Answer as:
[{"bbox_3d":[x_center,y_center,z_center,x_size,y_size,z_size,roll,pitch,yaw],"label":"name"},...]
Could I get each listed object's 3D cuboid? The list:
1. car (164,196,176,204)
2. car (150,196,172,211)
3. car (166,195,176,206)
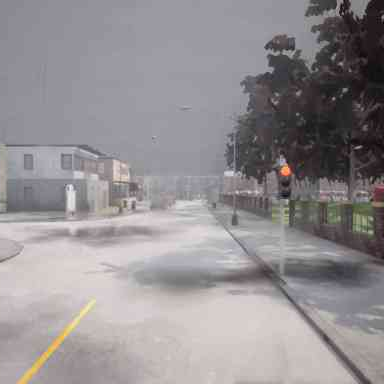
[{"bbox_3d":[-4.053,1.526,62.283,1.812,1.442,4.674,0,0,1],"label":"car"},{"bbox_3d":[-4.092,1.547,41.965,2.033,1.411,5.357,0,0,0],"label":"car"},{"bbox_3d":[-4.083,1.352,52.067,2.097,1.767,4.553,0,0,0],"label":"car"}]
